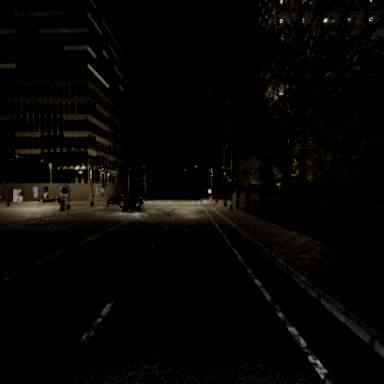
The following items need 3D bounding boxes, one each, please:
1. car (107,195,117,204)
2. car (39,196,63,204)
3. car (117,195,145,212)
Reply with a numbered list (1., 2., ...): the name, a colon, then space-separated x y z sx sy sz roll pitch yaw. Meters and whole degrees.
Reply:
1. car: -9.746 1.110 43.132 1.837 1.490 4.892 0 0 0
2. car: -25.533 1.406 60.351 4.313 1.339 1.947 0 1 2
3. car: -6.553 1.312 37.123 2.097 1.767 4.553 0 0 0
